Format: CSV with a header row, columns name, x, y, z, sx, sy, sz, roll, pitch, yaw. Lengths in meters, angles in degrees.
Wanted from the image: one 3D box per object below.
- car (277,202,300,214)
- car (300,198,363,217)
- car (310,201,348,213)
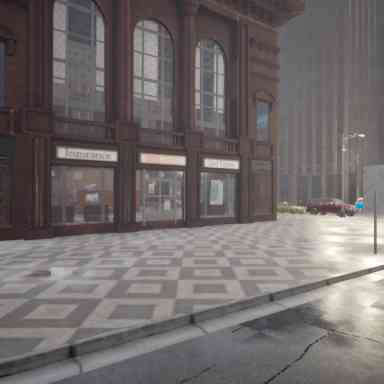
name,x,y,z,sx,sy,sz,roll,pitch,yaw
car,10.842,1.800,38.074,1.752,1.417,4.829,0,0,-35
car,13.986,1.524,33.620,2.192,1.841,5.009,0,0,-35
car,17.704,1.899,43.138,1.802,1.307,4.206,-1,0,-35
